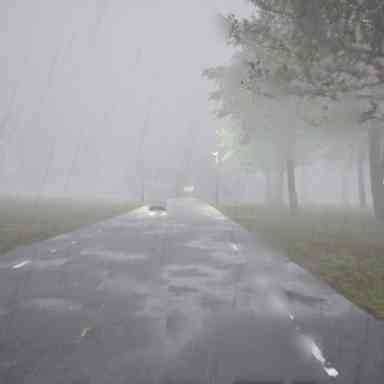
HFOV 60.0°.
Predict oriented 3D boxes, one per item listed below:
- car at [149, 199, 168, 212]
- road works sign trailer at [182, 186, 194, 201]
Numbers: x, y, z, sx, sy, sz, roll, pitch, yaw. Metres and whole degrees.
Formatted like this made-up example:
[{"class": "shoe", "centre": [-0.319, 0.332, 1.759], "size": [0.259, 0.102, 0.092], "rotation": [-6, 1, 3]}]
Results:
[{"class": "car", "centre": [-3.783, 1.511, 38.123], "size": [2.033, 1.411, 5.357], "rotation": [0, 0, -1]}, {"class": "road works sign trailer", "centre": [-0.758, 0.376, 77.215], "size": [2.380, 3.560, 2.880], "rotation": [0, 0, -1]}]
